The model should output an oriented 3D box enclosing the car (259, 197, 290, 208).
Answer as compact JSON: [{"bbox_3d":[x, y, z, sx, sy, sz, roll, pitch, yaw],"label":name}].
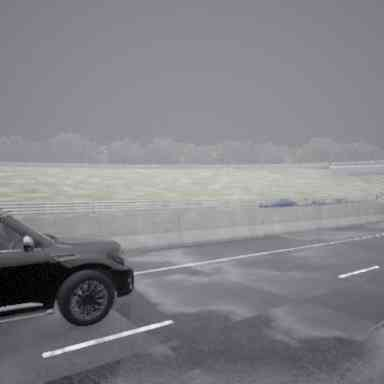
[{"bbox_3d":[9.481,1.384,36.547,5.008,1.535,1.882,-1,1,-35],"label":"car"}]

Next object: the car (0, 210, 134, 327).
[{"bbox_3d":[-3.750,1.221,5.369,5.566,2.045,2.150,0,0,-36],"label":"car"}]

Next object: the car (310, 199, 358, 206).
[{"bbox_3d":[13.577,1.398,30.871,4.902,1.511,2.128,-1,1,-35],"label":"car"}]

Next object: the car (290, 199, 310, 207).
[{"bbox_3d":[12.710,1.487,34.551,4.718,1.301,1.895,-1,1,-35],"label":"car"}]
